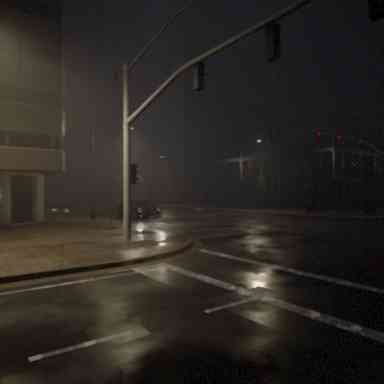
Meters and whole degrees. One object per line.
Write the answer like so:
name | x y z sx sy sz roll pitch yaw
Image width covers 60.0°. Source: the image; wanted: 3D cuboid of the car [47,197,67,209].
car | -19.388 1.471 47.745 1.882 1.535 5.008 0 0 -36

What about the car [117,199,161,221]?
car | -4.408 1.381 27.322 2.097 1.767 4.553 0 0 -36
